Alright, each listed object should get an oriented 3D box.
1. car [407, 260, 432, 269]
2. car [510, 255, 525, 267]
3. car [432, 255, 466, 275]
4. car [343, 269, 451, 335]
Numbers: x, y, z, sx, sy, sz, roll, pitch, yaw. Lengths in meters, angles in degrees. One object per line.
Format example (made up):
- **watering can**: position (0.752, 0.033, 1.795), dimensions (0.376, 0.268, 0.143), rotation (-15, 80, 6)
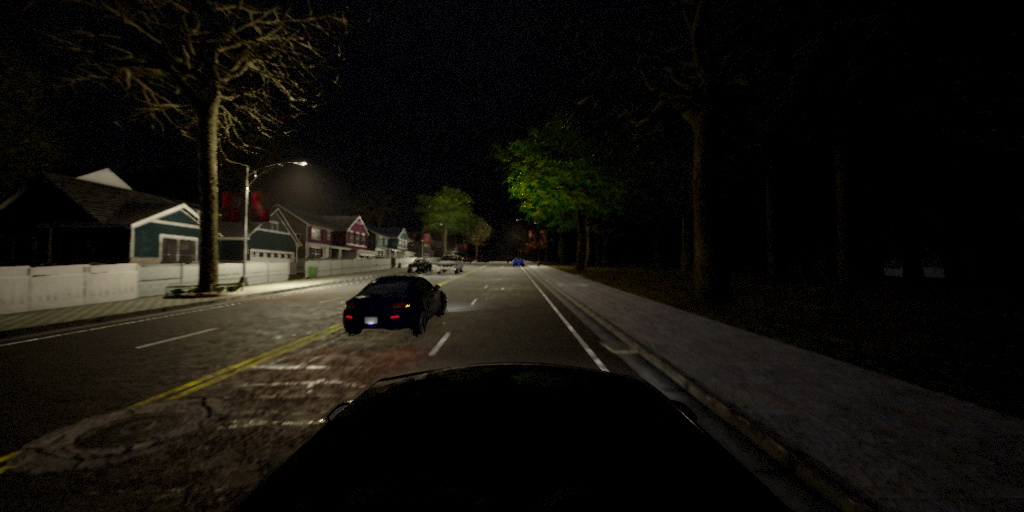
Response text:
- **car**: position (-9.858, 1.154, 38.595), dimensions (2.128, 1.511, 4.902), rotation (0, 0, 0)
- **car**: position (1.103, 1.100, 60.769), dimensions (1.882, 1.535, 5.008), rotation (0, 0, 0)
- **car**: position (-6.610, 0.884, 38.408), dimensions (2.150, 2.045, 5.566), rotation (0, 0, 0)
- **car**: position (-3.154, 1.269, 10.321), dimensions (1.812, 1.442, 4.674), rotation (0, 0, 0)
